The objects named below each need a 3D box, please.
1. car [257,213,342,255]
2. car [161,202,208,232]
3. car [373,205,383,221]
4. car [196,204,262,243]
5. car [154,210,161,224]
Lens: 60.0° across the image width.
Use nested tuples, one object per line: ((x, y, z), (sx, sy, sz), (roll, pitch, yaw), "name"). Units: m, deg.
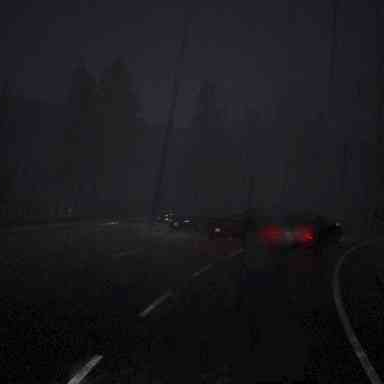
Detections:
((4.757, 1.569, 13.669), (2.033, 1.411, 5.357), (0, 0, 34), "car")
((0.693, 1.494, 19.811), (1.837, 1.490, 4.892), (-1, -1, 41), "car")
((16.918, 1.574, 26.635), (5.008, 1.535, 1.882), (0, 0, -20), "car")
((2.501, 1.482, 16.261), (1.882, 1.535, 5.008), (0, 0, 35), "car")
((-0.521, 1.483, 23.637), (1.837, 1.490, 4.892), (0, 0, 44), "car")
